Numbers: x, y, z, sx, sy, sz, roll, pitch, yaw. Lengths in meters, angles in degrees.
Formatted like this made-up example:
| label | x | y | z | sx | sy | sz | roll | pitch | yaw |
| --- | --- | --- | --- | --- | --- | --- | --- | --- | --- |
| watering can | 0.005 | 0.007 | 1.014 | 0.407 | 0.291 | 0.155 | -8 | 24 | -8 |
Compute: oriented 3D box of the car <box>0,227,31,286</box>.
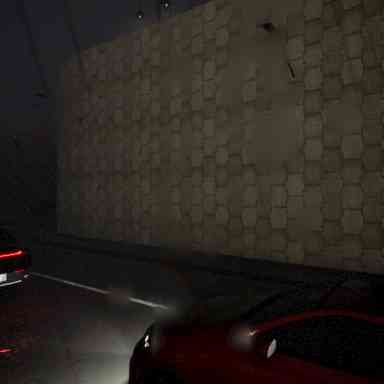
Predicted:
| label | x | y | z | sx | sy | sz | roll | pitch | yaw |
| --- | --- | --- | --- | --- | --- | --- | --- | --- | --- |
| car | -5.855 | 1.505 | 8.171 | 4.892 | 1.490 | 1.837 | 0 | 0 | 36 |

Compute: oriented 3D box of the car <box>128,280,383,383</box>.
| label | x | y | z | sx | sy | sz | roll | pitch | yaw |
| --- | --- | --- | --- | --- | --- | --- | --- | --- | --- |
| car | 1.394 | 1.564 | 2.997 | 4.181 | 1.385 | 1.994 | 0 | 0 | 36 |

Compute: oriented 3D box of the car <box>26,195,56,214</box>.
| label | x | y | z | sx | sy | sz | roll | pitch | yaw |
| --- | --- | --- | --- | --- | --- | --- | --- | --- | --- |
| car | -12.921 | 1.061 | 31.037 | 2.128 | 1.511 | 4.902 | 0 | 5 | 35 |
